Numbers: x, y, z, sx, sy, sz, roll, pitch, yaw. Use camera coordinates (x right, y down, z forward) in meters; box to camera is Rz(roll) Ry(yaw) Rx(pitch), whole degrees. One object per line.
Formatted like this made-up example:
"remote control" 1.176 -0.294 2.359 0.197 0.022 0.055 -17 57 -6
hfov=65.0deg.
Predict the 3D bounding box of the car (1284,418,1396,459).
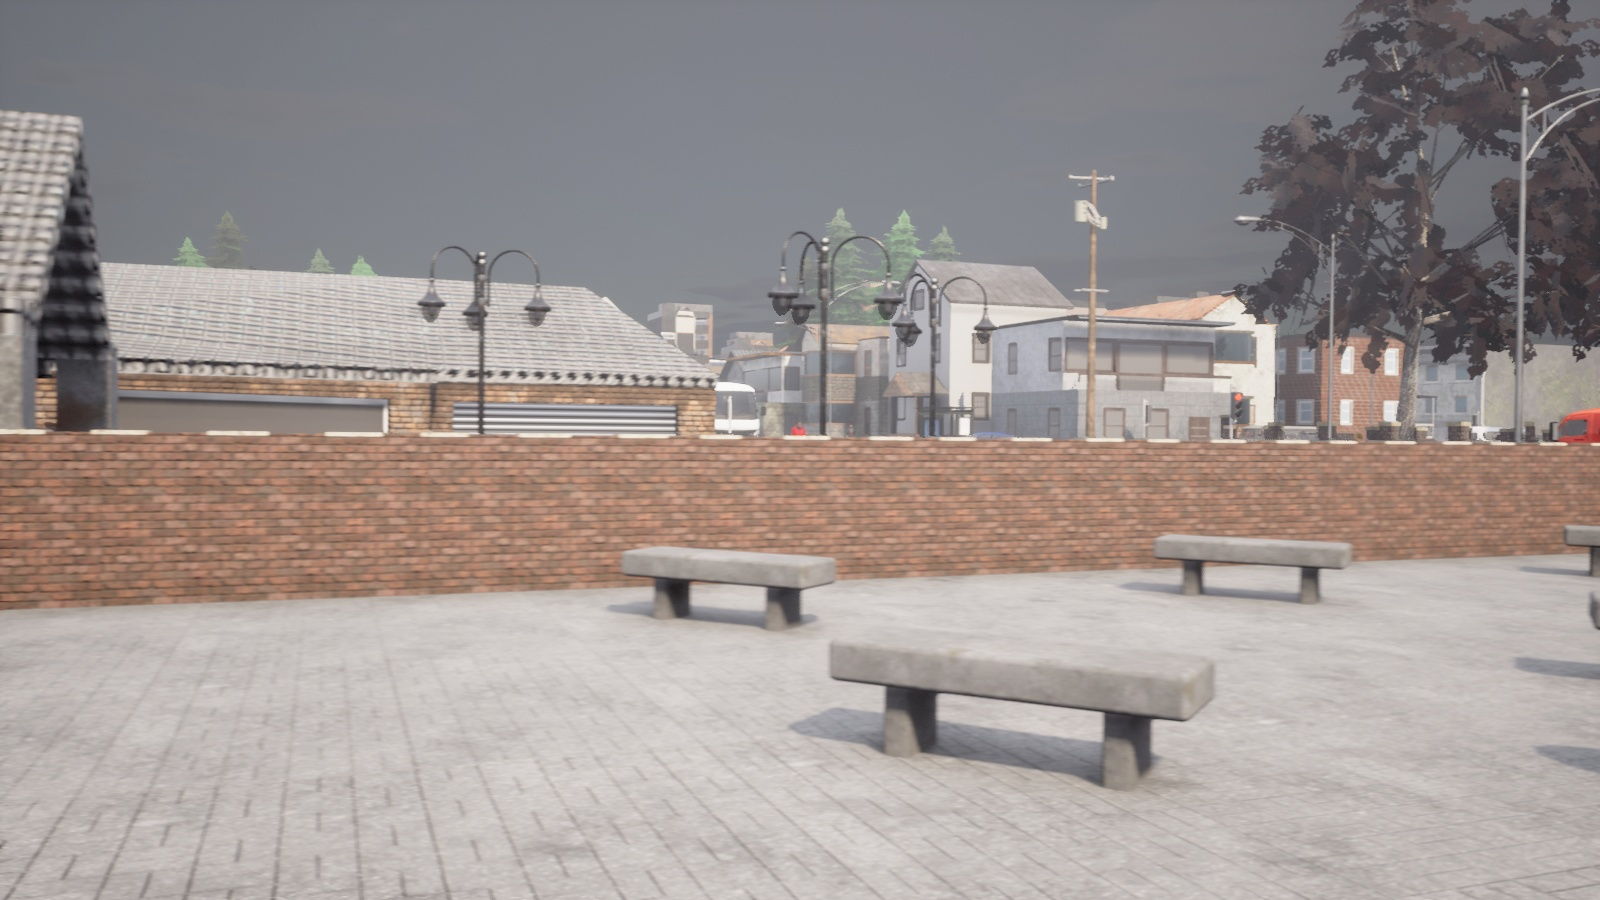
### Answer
"car" 24.598 -0.540 57.209 4.553 1.767 2.097 -1 1 -23

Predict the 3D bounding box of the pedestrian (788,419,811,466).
"pedestrian" -0.020 -0.305 49.695 0.634 1.844 0.899 -1 1 -21

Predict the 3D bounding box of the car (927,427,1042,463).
"car" 8.291 -0.238 56.817 5.008 1.535 1.882 -1 1 4

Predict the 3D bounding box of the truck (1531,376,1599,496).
"truck" 17.982 -0.293 25.208 2.627 2.467 5.204 -1 1 -22

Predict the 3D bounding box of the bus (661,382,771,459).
"bus" -5.189 -1.742 74.922 3.944 4.253 10.273 -1 1 -19

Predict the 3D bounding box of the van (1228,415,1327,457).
"van" 23.232 -0.695 61.063 4.442 1.987 1.775 -1 1 -21

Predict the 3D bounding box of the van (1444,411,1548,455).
"van" 33.638 -0.829 60.664 4.480 2.038 2.069 -1 1 -23
